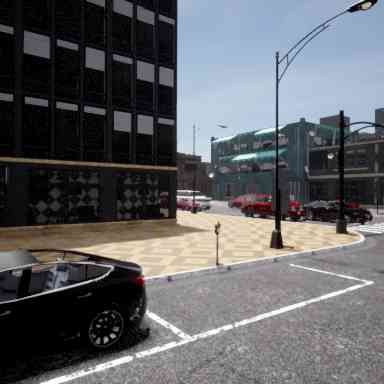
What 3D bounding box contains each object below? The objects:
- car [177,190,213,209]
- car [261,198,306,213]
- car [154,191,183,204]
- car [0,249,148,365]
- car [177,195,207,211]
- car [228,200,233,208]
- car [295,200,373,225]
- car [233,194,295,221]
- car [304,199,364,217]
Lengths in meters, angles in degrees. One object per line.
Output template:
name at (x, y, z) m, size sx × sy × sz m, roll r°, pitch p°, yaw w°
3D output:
car at (0.015, 0.855, 37.076) m, size 2.150 × 2.045 × 5.566 m, roll 0°, pitch 0°, yaw -36°
car at (9.309, 1.340, 34.200) m, size 1.802 × 1.307 × 4.206 m, roll 1°, pitch 0°, yaw -36°
car at (-3.802, 0.793, 52.091) m, size 2.192 × 1.841 × 5.009 m, roll 1°, pitch 0°, yaw -36°
car at (-2.706, 1.566, 4.624) m, size 4.313 × 1.339 × 1.947 m, roll 0°, pitch 0°, yaw -35°
car at (-0.729, 1.231, 33.719) m, size 1.802 × 1.307 × 4.206 m, roll 1°, pitch 0°, yaw -36°
car at (6.032, 1.130, 38.674) m, size 1.967 × 1.590 × 4.097 m, roll 1°, pitch 0°, yaw -36°
car at (9.931, 1.348, 23.139) m, size 1.837 × 1.490 × 4.892 m, roll 0°, pitch 1°, yaw -32°
car at (5.836, 1.101, 24.773) m, size 2.192 × 1.841 × 5.009 m, roll 1°, pitch 0°, yaw -36°
car at (12.589, 1.371, 29.728) m, size 1.887 × 1.381 × 4.507 m, roll 1°, pitch 0°, yaw -36°
